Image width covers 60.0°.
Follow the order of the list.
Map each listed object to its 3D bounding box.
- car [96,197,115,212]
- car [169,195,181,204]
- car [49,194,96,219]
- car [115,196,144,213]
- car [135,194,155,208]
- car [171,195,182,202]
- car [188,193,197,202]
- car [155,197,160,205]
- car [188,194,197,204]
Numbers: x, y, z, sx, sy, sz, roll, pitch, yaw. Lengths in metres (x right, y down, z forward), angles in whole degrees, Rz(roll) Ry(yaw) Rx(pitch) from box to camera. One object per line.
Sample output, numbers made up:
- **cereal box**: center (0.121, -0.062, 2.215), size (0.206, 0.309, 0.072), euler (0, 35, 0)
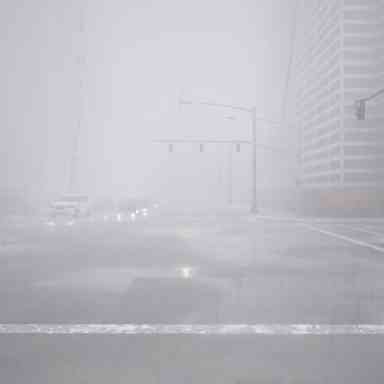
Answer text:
- **car**: center (-10.550, 1.351, 39.521), size (2.097, 1.767, 4.553), euler (0, 0, 0)
- **car**: center (-3.423, 1.491, 64.148), size (2.128, 1.511, 4.902), euler (0, 0, 0)
- **car**: center (-10.560, 1.223, 29.362), size (2.150, 2.045, 5.566), euler (0, 0, 0)
- **car**: center (-7.054, 1.504, 37.887), size (1.837, 1.490, 4.892), euler (0, 0, 0)
- **car**: center (-7.039, 1.491, 48.238), size (2.128, 1.511, 4.902), euler (0, 0, 0)
- **car**: center (-3.411, 1.354, 74.432), size (2.128, 1.511, 4.902), euler (0, 0, 0)
- **car**: center (0.089, 1.184, 74.398), size (2.097, 1.767, 4.553), euler (0, 0, 0)
- **car**: center (-6.997, 1.600, 60.568), size (1.895, 1.301, 4.718), euler (0, 0, 0)
- **car**: center (0.077, 1.547, 64.144), size (2.033, 1.411, 5.357), euler (0, 0, 0)
